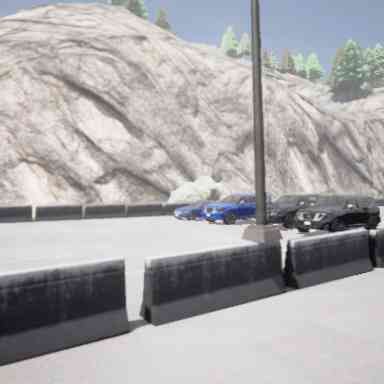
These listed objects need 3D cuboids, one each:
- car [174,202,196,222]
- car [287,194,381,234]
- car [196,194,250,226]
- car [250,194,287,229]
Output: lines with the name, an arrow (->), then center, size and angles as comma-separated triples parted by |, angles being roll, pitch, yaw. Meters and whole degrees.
car -> 0.798, 1.431, 25.768 | 4.674, 1.442, 1.812 | 0, 0, -35
car -> 7.953, 1.195, 17.962 | 5.566, 2.045, 2.150 | 0, 0, -35
car -> 3.347, 1.150, 23.288 | 5.566, 2.045, 2.150 | 0, 0, -35
car -> 6.651, 1.175, 21.314 | 5.566, 2.045, 2.150 | 0, 0, -35
